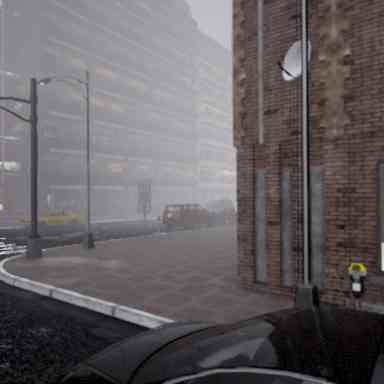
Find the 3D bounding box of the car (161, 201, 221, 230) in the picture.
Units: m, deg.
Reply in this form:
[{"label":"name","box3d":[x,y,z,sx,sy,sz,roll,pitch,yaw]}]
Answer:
[{"label":"car","box3d":[-0.206,1.794,25.048,2.192,1.841,5.009,-2,-2,35]}]

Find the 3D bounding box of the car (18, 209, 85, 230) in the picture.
[{"label":"car","box3d":[-10.423,1.963,25.005,1.752,1.417,4.829,-2,-2,35]}]

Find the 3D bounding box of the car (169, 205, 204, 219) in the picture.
[{"label":"car","box3d":[-0.571,2.295,39.056,1.887,1.381,4.507,-2,-2,35]}]

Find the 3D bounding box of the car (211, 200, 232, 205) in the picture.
[{"label":"car","box3d":[2.944,1.994,39.531,2.150,2.045,5.566,-1,-1,35]}]

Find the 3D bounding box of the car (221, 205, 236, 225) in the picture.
[{"label":"car","box3d":[3.048,2.127,29.678,1.887,1.381,4.507,-2,-2,35]}]

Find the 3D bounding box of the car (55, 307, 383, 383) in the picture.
[{"label":"car","box3d":[0.811,1.569,2.298,4.313,1.339,1.947,0,0,36]}]
